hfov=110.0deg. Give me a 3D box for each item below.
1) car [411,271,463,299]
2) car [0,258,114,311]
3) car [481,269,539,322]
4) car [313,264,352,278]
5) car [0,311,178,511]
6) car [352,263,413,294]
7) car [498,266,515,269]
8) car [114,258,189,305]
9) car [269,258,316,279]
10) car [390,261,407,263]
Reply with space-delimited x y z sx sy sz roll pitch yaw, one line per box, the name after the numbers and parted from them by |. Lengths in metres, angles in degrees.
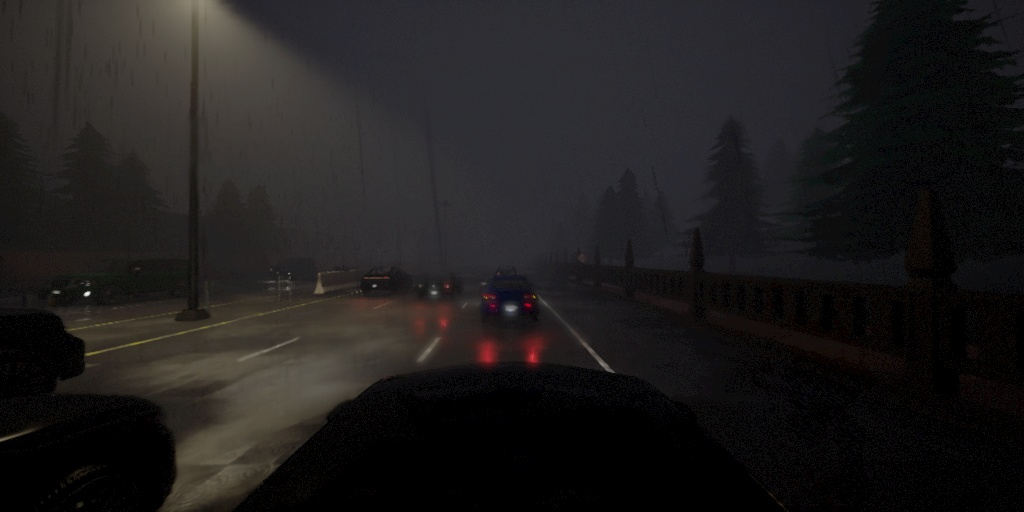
-3.753 1.477 19.280 1.895 1.301 4.718 0 0 -1 | car
-6.921 0.984 2.452 2.150 2.045 5.566 0 0 0 | car
-0.097 1.352 12.614 1.812 1.442 4.674 0 0 -1 | car
-14.683 1.567 30.822 1.895 1.301 4.718 0 0 -1 | car
-3.415 1.237 0.654 2.128 1.511 4.902 0 0 0 | car
-7.298 1.386 21.329 2.128 1.511 4.902 0 0 -1 | car
-0.523 1.569 32.962 1.895 1.301 4.718 0 0 -1 | car
-17.890 1.094 16.782 2.150 2.045 5.566 0 -1 -1 | car
-21.778 1.230 36.014 2.150 2.045 5.566 0 0 -1 | car
-18.618 1.654 56.678 1.837 1.490 4.892 0 0 -1 | car
